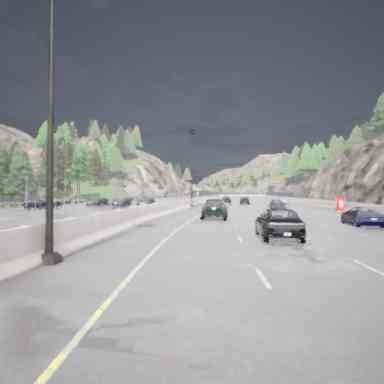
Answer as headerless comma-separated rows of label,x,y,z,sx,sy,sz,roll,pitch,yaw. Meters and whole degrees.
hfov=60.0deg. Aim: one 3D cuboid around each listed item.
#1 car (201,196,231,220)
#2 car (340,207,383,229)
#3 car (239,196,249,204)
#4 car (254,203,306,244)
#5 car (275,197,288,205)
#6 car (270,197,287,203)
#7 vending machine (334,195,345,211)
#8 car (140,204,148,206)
car,2.021,1.386,28.771,2.097,1.767,4.553,1,0,7
car,11.944,1.727,23.383,1.994,1.385,4.181,1,0,7
car,10.257,1.655,65.231,1.837,1.490,4.892,1,0,7
car,4.182,1.550,16.239,2.128,1.511,4.902,1,0,5
car,17.154,1.767,63.987,1.812,1.442,4.674,1,0,7
car,10.736,1.699,42.416,2.033,1.411,5.357,1,0,9
vending machine,19.540,1.464,44.082,1.100,2.100,0.880,1,0,7
car,-6.435,1.418,46.421,2.128,1.511,4.902,1,0,8
